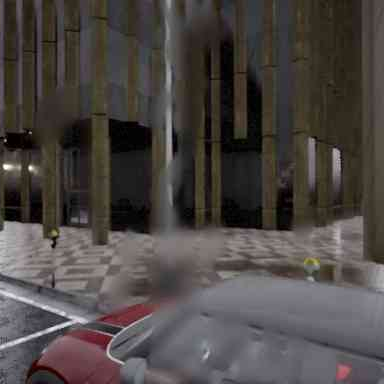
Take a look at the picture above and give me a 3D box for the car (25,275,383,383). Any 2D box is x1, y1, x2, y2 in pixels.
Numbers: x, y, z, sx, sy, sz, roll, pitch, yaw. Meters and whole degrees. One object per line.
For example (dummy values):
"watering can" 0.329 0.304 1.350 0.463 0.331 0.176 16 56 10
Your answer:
"car" 0.429 1.446 2.658 4.097 1.590 1.967 0 0 36
